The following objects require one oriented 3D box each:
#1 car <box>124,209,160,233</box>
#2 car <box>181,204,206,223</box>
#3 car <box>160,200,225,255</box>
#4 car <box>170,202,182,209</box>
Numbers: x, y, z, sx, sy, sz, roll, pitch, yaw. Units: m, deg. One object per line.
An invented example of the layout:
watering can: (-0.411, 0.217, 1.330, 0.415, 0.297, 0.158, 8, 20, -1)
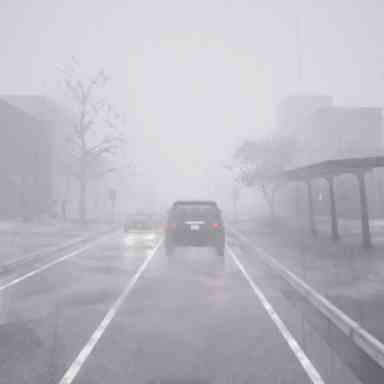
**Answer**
car: (-3.096, 1.797, 21.450, 1.994, 1.385, 4.181, 0, -1, 0)
car: (0.104, 1.873, 30.433, 2.128, 1.511, 4.902, 0, -1, 0)
car: (0.102, 1.328, 13.849, 2.150, 2.045, 5.566, 0, -1, 0)
car: (-3.011, 2.484, 62.650, 1.895, 1.301, 4.718, 0, -1, 1)
